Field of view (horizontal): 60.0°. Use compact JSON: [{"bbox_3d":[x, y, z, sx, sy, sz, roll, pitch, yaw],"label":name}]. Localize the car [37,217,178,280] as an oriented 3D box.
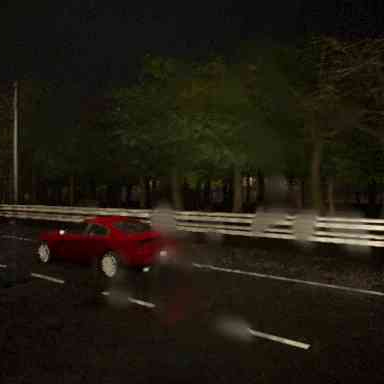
[{"bbox_3d":[-2.734,1.503,10.125,5.008,1.535,1.882,0,0,36],"label":"car"}]
